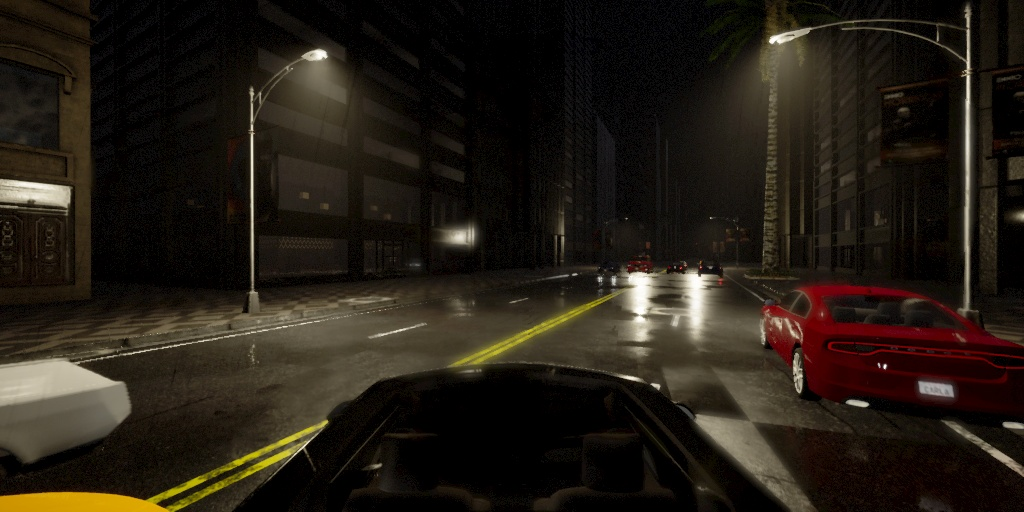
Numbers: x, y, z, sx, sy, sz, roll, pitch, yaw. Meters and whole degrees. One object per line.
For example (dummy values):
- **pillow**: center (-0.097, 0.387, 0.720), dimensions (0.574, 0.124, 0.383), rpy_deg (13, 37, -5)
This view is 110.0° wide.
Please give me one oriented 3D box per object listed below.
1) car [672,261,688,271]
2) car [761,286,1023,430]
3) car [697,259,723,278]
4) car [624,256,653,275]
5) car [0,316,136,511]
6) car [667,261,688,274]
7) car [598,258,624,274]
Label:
- **car**: center (23.563, 1.379, 50.290), dimensions (1.895, 1.301, 4.718), rpy_deg (0, 0, 27)
- **car**: center (5.517, 1.228, 5.902), dimensions (1.882, 1.535, 5.008), rpy_deg (0, 0, 27)
- **car**: center (19.308, 1.117, 34.971), dimensions (2.097, 1.767, 4.553), rpy_deg (0, 0, 27)
- **car**: center (14.243, 0.987, 39.733), dimensions (2.150, 2.045, 5.566), rpy_deg (0, 0, 27)
- **car**: center (-5.384, 1.351, 1.638), dimensions (1.895, 1.301, 4.718), rpy_deg (0, 0, 27)
- **car**: center (18.671, 1.316, 40.794), dimensions (2.033, 1.411, 5.357), rpy_deg (0, 0, 27)
- **car**: center (11.176, 1.291, 40.877), dimensions (1.812, 1.442, 4.674), rpy_deg (0, 0, 27)
